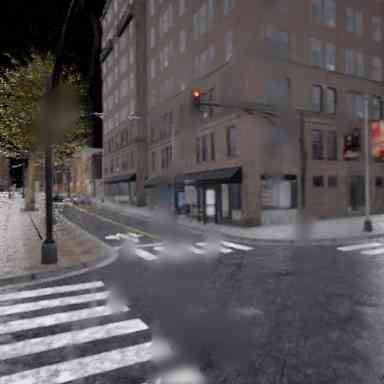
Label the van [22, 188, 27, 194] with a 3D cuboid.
[{"bbox_3d":[-34.316,0.101,70.217,1.690,1.788,3.998,1,0,-28],"label":"van"}]

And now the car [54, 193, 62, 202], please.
[{"bbox_3d":[-20.914,0.799,50.552,1.895,1.301,4.718,-1,3,-28],"label":"car"}]

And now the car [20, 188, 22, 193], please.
[{"bbox_3d":[-38.219,-0.044,77.546,2.192,1.841,5.009,1,0,-28],"label":"car"}]

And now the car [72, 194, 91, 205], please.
[{"bbox_3d":[-15.194,0.999,45.682,2.033,1.411,5.357,-1,2,-27],"label":"car"}]
